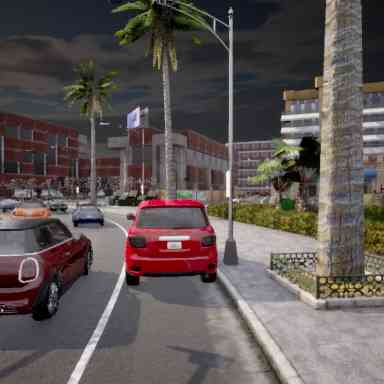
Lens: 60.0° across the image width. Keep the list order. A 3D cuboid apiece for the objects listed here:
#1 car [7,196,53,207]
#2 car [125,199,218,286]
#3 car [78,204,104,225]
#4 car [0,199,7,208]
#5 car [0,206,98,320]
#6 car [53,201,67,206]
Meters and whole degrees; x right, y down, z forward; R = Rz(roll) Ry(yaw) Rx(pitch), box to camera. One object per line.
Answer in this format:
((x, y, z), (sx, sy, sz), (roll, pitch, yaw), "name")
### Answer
((-10.692, 1.343, 22.223), (2.097, 1.767, 4.553), (0, 0, -22), "car")
((-0.718, 1.220, 9.685), (2.150, 2.045, 5.566), (0, 0, -7), "car")
((-7.388, 1.558, 23.348), (1.994, 1.385, 4.181), (0, 0, -22), "car")
((-19.882, 1.510, 36.092), (1.812, 1.442, 4.674), (0, 0, -44), "car")
((-3.644, 1.348, 7.385), (2.097, 1.767, 4.553), (0, 0, -6), "car")
((-15.322, 1.589, 36.300), (1.895, 1.301, 4.718), (0, 0, -41), "car")
